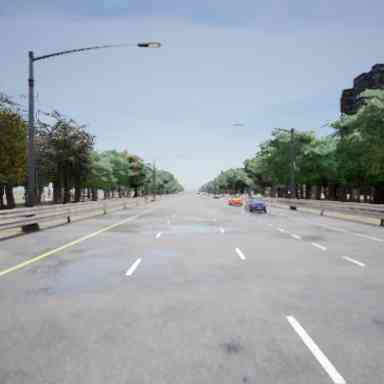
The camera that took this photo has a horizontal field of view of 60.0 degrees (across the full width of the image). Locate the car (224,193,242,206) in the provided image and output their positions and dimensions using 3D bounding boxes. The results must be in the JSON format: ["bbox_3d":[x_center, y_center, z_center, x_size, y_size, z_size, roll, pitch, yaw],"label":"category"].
[{"bbox_3d":[7.152,1.344,56.008,2.097,1.767,4.553,0,0,0],"label":"car"}]

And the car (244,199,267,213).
[{"bbox_3d":[7.080,1.529,37.166,1.812,1.442,4.674,0,0,0],"label":"car"}]
